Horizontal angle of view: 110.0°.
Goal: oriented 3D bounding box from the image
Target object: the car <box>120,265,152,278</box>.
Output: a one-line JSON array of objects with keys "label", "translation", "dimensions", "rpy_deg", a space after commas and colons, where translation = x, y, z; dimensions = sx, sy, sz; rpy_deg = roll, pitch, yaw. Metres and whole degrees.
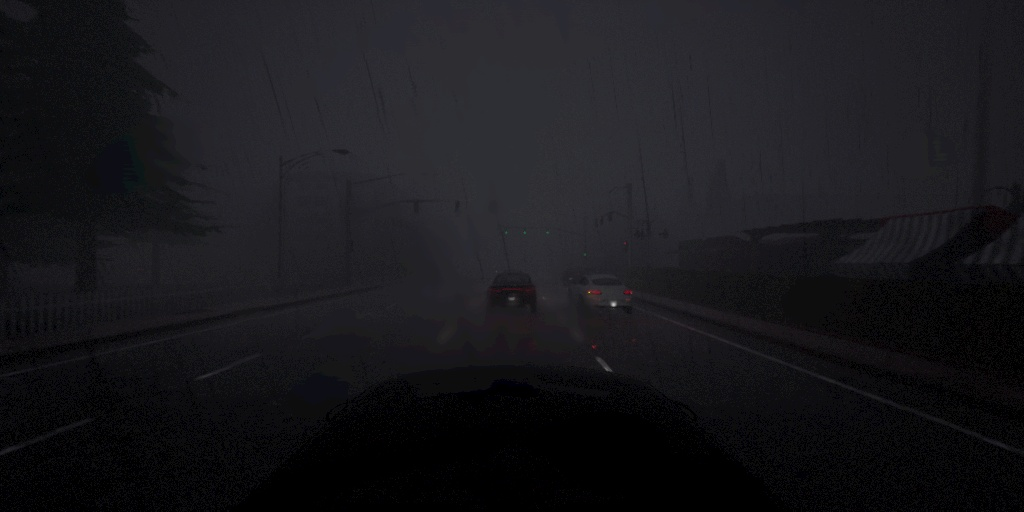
[{"label": "car", "translation": [-44.508, 1.783, 40.522], "dimensions": [4.902, 1.511, 2.128], "rpy_deg": [0, -1, 1]}]

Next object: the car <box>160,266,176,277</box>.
[{"label": "car", "translation": [-44.420, 1.888, 44.020], "dimensions": [5.357, 1.411, 2.033], "rpy_deg": [0, -1, 1]}]

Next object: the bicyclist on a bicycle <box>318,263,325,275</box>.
[{"label": "bicyclist on a bicycle", "translation": [-25.128, 1.688, 47.420], "dimensions": [0.582, 1.620, 1.656], "rpy_deg": [0, -1, 1]}]

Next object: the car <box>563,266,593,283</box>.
[{"label": "car", "translation": [5.934, 1.616, 29.615], "dimensions": [1.882, 1.535, 5.008], "rpy_deg": [-2, -1, 33]}]

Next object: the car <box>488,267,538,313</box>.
[{"label": "car", "translation": [0.052, 1.415, 15.179], "dimensions": [1.882, 1.535, 5.008], "rpy_deg": [0, -1, 1]}]

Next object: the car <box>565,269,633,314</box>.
[{"label": "car", "translation": [3.549, 1.457, 14.760], "dimensions": [1.812, 1.442, 4.674], "rpy_deg": [0, -1, 1]}]

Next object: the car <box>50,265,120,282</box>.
[{"label": "car", "translation": [-40.072, 1.698, 33.363], "dimensions": [4.892, 1.490, 1.837], "rpy_deg": [0, -1, 2]}]
